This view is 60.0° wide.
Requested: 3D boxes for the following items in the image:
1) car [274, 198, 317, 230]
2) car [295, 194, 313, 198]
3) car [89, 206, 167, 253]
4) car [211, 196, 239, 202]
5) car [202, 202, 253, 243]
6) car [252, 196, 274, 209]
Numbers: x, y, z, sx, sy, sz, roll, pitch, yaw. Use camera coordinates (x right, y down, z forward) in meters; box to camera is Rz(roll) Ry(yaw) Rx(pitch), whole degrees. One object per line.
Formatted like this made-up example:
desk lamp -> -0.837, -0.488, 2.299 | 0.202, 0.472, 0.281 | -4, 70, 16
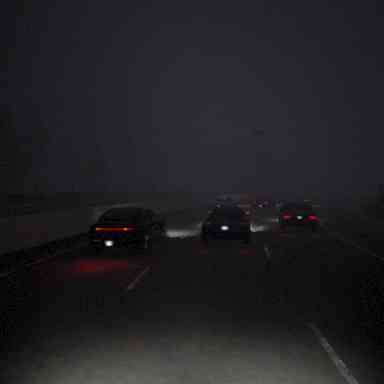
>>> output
car -> 5.921, 1.278, 18.957 | 2.033, 1.411, 5.357 | 0, 1, 13
car -> 12.505, 0.997, 37.424 | 1.812, 1.442, 4.674 | 0, 1, 25
car -> -2.261, 1.315, 12.820 | 1.837, 1.490, 4.892 | 0, 1, 8
car -> 3.446, 1.108, 34.232 | 1.895, 1.301, 4.718 | 0, 1, 21
car -> 1.623, 1.348, 14.932 | 1.994, 1.385, 4.181 | 0, 1, 10
car -> 7.773, 1.094, 35.554 | 1.895, 1.301, 4.718 | 0, 1, 23
